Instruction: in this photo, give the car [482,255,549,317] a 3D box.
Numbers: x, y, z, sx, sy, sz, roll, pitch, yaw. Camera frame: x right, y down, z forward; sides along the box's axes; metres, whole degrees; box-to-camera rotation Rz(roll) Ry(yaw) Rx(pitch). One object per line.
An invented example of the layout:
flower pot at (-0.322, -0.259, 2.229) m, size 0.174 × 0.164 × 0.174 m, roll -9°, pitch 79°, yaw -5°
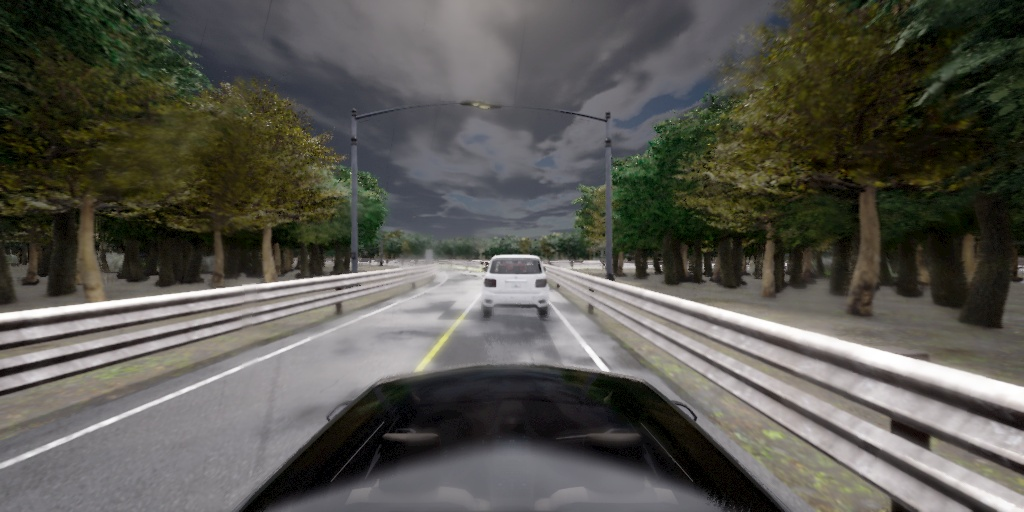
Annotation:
car at (0.119, 0.989, 13.385) m, size 2.150 × 2.045 × 5.566 m, roll 0°, pitch 0°, yaw 0°
